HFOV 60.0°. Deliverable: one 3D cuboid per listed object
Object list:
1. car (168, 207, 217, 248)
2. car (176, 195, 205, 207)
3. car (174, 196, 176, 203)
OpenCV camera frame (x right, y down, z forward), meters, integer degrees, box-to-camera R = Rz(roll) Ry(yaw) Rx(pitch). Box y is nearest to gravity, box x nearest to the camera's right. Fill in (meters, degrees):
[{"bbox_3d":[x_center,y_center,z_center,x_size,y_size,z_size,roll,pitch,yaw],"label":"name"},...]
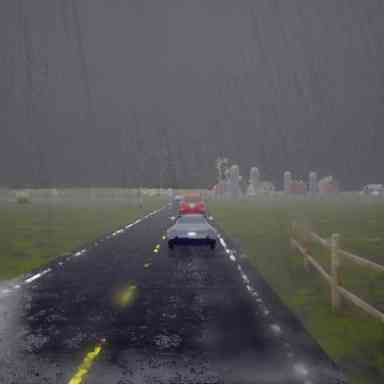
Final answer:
[{"bbox_3d":[0.000,1.568,14.652,1.994,1.385,4.181,0,0,0],"label":"car"},{"bbox_3d":[0.000,1.253,29.682,2.150,2.045,5.566,0,0,0],"label":"car"},{"bbox_3d":[-2.750,1.431,69.728,1.882,1.535,5.008,0,0,0],"label":"car"}]
